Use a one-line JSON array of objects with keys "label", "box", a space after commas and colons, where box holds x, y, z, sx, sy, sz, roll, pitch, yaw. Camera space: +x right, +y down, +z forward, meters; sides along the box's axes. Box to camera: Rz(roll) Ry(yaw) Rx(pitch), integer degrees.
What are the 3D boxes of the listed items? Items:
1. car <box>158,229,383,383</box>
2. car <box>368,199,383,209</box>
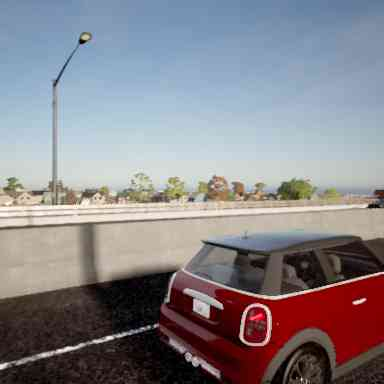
[{"label": "car", "box": [1.839, 1.350, 5.038, 4.553, 1.767, 2.097, 0, 0, -35]}, {"label": "car", "box": [24.458, 1.580, 42.109, 5.357, 1.411, 2.033, 0, 0, -34]}]
